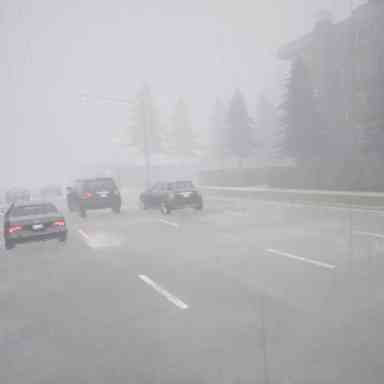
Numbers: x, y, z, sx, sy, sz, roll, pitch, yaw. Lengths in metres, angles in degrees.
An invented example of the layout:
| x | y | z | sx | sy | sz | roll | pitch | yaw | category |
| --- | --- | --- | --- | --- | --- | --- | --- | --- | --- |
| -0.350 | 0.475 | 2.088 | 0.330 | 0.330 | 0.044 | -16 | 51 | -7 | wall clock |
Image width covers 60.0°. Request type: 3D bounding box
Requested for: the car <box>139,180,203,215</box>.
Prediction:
| x | y | z | sx | sy | sz | roll | pitch | yaw | category |
| --- | --- | --- | --- | --- | --- | --- | --- | --- | --- |
| -1.316 | 0.137 | 18.394 | 2.097 | 1.767 | 4.553 | -5 | 4 | -29 | car |

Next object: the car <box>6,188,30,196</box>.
| x | y | z | sx | sy | sz | roll | pitch | yaw | category |
| --- | --- | --- | --- | --- | --- | --- | --- | --- | --- |
| -16.159 | 0.329 | 30.853 | 1.895 | 1.301 | 4.718 | -5 | 4 | -29 | car |

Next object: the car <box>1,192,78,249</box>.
| x | y | z | sx | sy | sz | roll | pitch | yaw | category |
| --- | --- | --- | --- | --- | --- | --- | --- | --- | --- |
| -5.831 | 0.997 | 12.171 | 2.033 | 1.411 | 5.357 | -5 | 4 | -29 | car |

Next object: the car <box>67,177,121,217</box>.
| x | y | z | sx | sy | sz | roll | pitch | yaw | category |
| --- | --- | --- | --- | --- | --- | --- | --- | --- | --- |
| -5.813 | 0.185 | 19.294 | 2.150 | 2.045 | 5.566 | -5 | 5 | -29 | car |

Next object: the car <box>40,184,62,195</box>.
| x | y | z | sx | sy | sz | roll | pitch | yaw | category |
| --- | --- | --- | --- | --- | --- | --- | --- | --- | --- |
| -15.995 | -0.224 | 37.751 | 1.812 | 1.442 | 4.674 | -5 | 4 | -29 | car |

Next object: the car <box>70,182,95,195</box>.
| x | y | z | sx | sy | sz | roll | pitch | yaw | category |
| --- | --- | --- | --- | --- | --- | --- | --- | --- | --- |
| -13.096 | -0.474 | 39.725 | 1.994 | 1.385 | 4.181 | -5 | 4 | -29 | car |
